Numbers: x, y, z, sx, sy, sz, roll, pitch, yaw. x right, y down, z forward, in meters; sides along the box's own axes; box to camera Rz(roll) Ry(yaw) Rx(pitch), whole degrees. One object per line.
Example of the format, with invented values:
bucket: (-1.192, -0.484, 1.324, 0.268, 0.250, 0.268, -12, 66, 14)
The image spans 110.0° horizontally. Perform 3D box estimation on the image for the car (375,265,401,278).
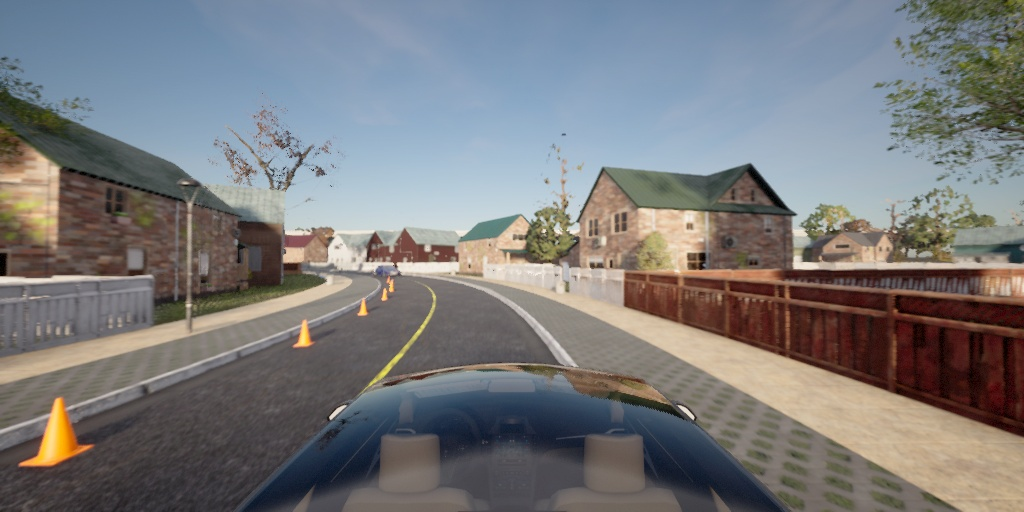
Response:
car: (-14.817, 1.765, 42.533, 1.812, 1.442, 4.674, 1, -1, -40)

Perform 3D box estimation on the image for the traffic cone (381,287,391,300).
traffic cone: (-6.404, 1.908, 18.044, 0.340, 0.580, 0.340, 0, 0, -13)

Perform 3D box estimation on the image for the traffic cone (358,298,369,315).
traffic cone: (-5.501, 1.854, 13.291, 0.340, 0.580, 0.340, 0, 0, -9)

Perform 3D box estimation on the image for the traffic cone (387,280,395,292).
traffic cone: (-7.615, 1.962, 22.729, 0.340, 0.580, 0.340, 0, 0, -16)

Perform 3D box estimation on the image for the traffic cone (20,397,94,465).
traffic cone: (-4.623, 1.743, 3.659, 0.340, 0.580, 0.340, 0, 0, -1)

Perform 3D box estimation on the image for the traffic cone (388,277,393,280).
traffic cone: (-9.127, 2.015, 27.326, 0.340, 0.580, 0.340, 0, 0, -20)

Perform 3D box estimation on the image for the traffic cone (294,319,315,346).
traffic cone: (-4.907, 1.799, 8.489, 0.340, 0.580, 0.340, 0, 0, -5)
